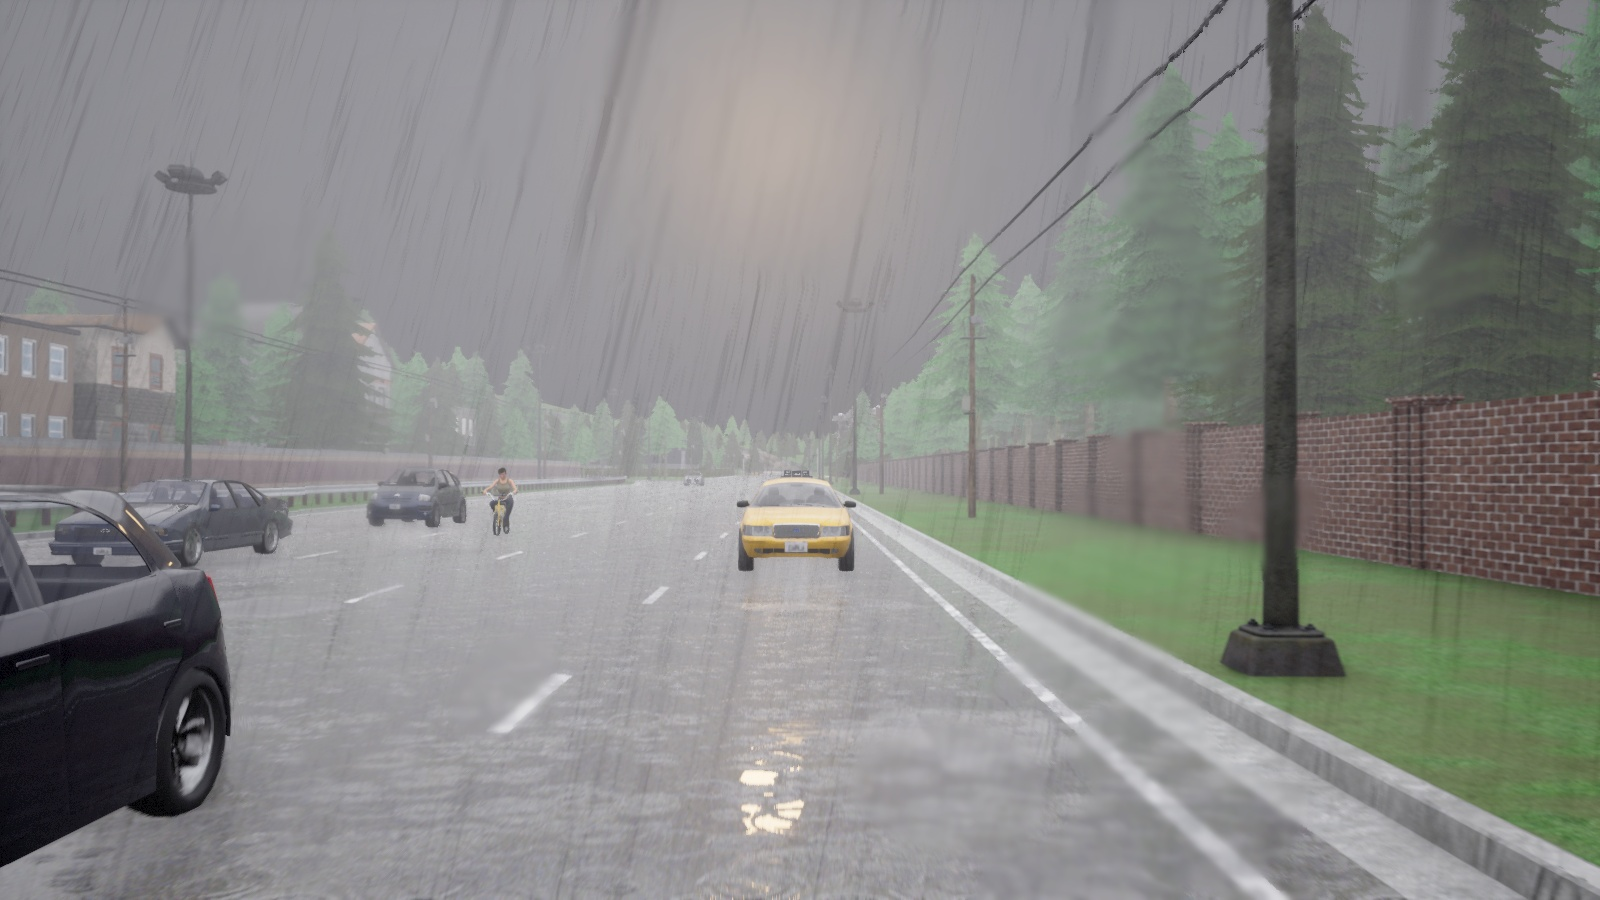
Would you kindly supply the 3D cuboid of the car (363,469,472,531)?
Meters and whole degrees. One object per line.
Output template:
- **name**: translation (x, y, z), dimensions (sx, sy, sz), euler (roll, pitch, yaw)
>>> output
- **car**: translation (-10.585, 1.342, 35.033), dimensions (1.851, 1.617, 3.988), euler (0, -1, 0)

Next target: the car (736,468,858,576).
- **car**: translation (-0.051, 1.110, 21.245), dimensions (1.801, 1.575, 5.366), euler (0, -1, 0)

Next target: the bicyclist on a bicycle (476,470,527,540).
- **bicyclist on a bicycle**: translation (-7.072, 1.279, 29.816), dimensions (0.866, 1.612, 1.509), euler (0, -1, 0)

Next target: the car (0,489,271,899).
- **car**: translation (-3.510, 0.915, 4.324), dimensions (1.845, 1.501, 3.633), euler (0, -1, 0)

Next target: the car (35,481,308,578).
- **car**: translation (-10.552, 1.267, 21.663), dimensions (2.033, 1.411, 5.357), euler (0, -1, 0)
